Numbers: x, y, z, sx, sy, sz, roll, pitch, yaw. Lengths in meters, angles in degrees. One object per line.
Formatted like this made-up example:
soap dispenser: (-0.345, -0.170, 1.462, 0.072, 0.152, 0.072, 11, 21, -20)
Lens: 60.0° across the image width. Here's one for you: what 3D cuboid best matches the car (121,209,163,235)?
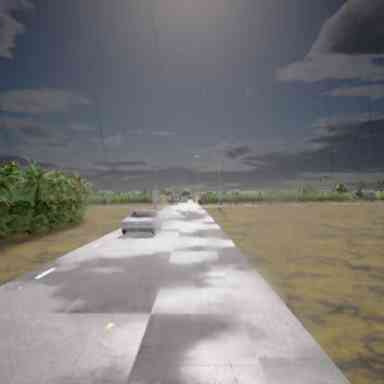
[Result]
car: (-2.848, 1.703, 19.512, 1.895, 1.301, 4.718, 0, 0, 0)
